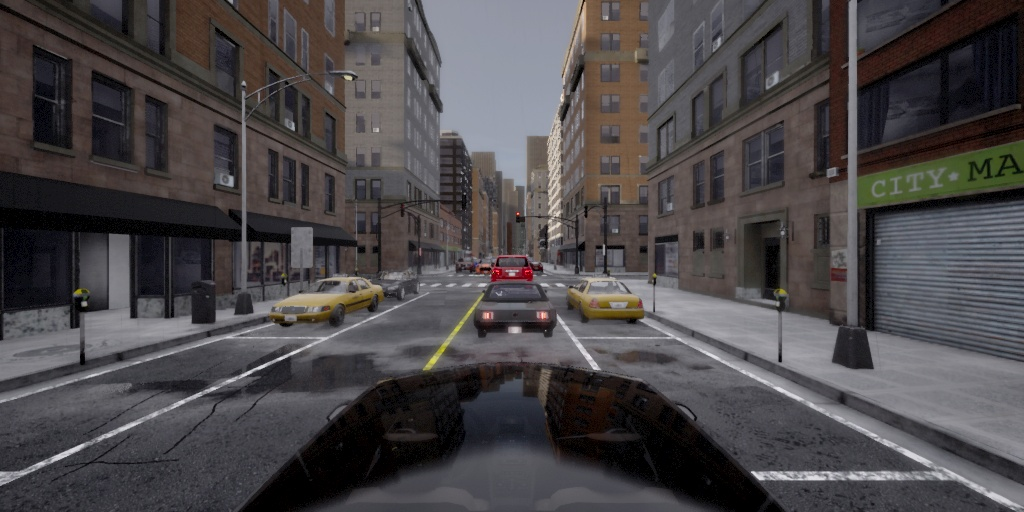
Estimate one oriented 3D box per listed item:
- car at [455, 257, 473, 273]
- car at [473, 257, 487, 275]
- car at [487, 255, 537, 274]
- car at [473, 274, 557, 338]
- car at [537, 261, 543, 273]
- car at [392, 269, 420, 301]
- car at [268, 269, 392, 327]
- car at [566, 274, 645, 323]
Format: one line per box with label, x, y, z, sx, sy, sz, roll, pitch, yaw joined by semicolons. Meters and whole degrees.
car;-5.660;1.078;44.058;2.192;1.841;5.009;0;0;0
car;-2.865;1.112;39.189;2.097;1.767;4.553;0;0;-4
car;0.004;0.974;19.936;2.150;2.045;5.566;0;0;0
car;0.083;1.351;10.166;1.895;1.301;4.718;0;0;0
car;2.865;1.308;44.056;1.888;1.381;4.507;0;0;0
car;-5.665;1.302;17.284;2.007;1.370;4.403;0;0;0
car;-5.666;1.276;11.589;1.751;1.417;4.829;0;0;0
car;2.859;1.276;11.927;1.751;1.417;4.829;0;0;0
